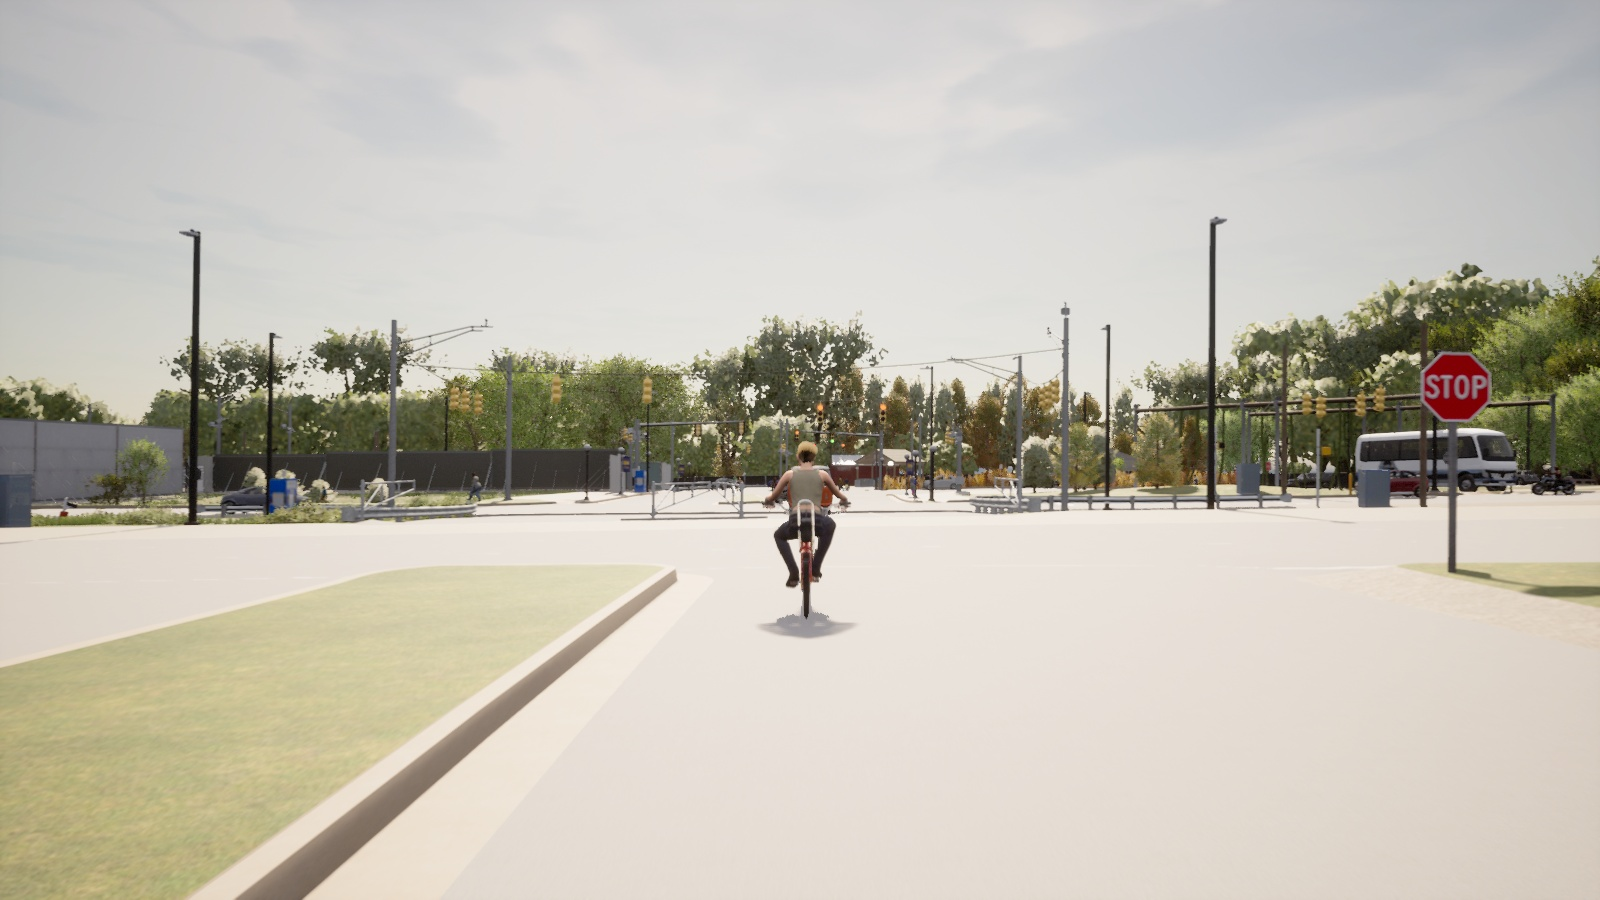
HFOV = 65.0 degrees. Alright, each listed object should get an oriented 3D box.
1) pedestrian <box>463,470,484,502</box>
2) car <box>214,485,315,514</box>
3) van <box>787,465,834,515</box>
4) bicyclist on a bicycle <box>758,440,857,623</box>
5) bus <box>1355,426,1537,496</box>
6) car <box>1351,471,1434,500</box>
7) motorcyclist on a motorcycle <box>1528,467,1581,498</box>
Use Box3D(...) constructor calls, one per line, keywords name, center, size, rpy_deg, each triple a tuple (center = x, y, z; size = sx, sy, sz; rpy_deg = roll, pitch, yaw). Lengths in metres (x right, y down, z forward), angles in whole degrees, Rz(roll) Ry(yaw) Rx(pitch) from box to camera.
Box3D(name="pedestrian", center=(-19.601, 2.155, 75.412), size=(0.900, 1.855, 0.874), rpy_deg=(1, -1, 13))
Box3D(name="car", center=(-26.613, 2.470, 62.549), size=(4.181, 1.385, 1.994), rpy_deg=(0, -1, 0))
Box3D(name="van", center=(0.399, 1.616, 52.059), size=(1.775, 1.987, 4.442), rpy_deg=(0, -1, -2))
Box3D(name="bicyclist on a bicycle", center=(0.073, 0.729, 11.826), size=(0.866, 1.612, 1.509), rpy_deg=(0, -1, 1))
Box3D(name="bus", center=(42.084, 0.886, 82.384), size=(3.944, 4.253, 10.273), rpy_deg=(1, -3, -25))
Box3D(name="car", center=(32.542, 1.938, 69.074), size=(3.705, 1.549, 1.789), rpy_deg=(-1, -1, -1))
Box3D(name="motorcyclist on a motorcycle", center=(41.467, 1.756, 69.036), size=(2.350, 1.649, 0.766), rpy_deg=(-1, -1, 2))
